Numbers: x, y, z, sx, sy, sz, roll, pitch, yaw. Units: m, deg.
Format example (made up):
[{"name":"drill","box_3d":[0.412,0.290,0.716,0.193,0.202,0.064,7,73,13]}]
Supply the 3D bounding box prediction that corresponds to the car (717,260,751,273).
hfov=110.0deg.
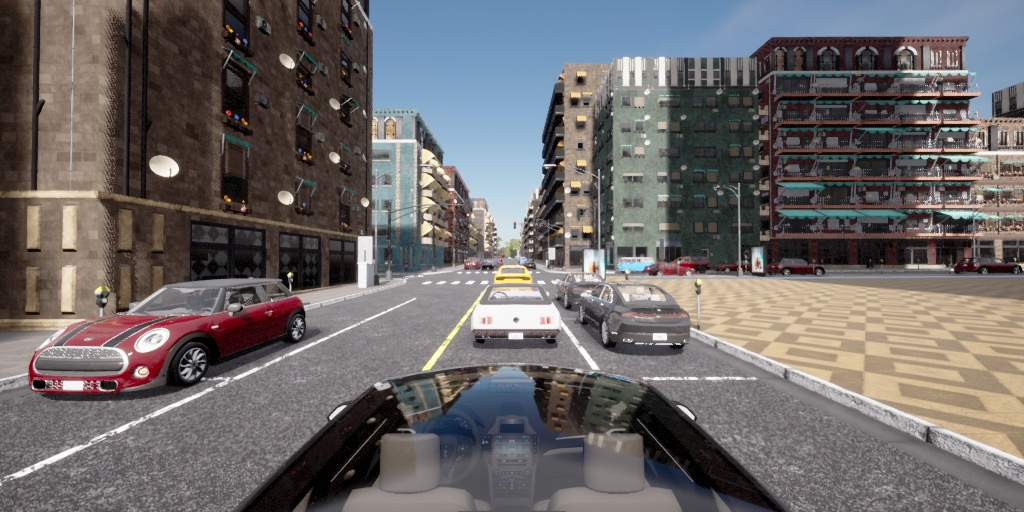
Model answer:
[{"name":"car","box_3d":[24.739,1.165,39.550,4.507,1.381,1.888,0,0,0]}]

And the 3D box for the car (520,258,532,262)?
[{"name":"car","box_3d":[2.574,1.334,52.764,1.948,1.339,4.313,0,0,0]}]

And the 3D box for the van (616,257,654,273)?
[{"name":"van","box_3d":[13.683,1.046,39.604,3.998,1.789,1.690,0,0,0]}]

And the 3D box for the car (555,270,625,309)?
[{"name":"car","box_3d":[2.791,1.304,14.572,2.007,1.370,4.403,0,0,0]}]

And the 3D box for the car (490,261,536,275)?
[{"name":"car","box_3d":[0.053,1.233,19.038,1.882,1.535,5.008,0,0,0]}]

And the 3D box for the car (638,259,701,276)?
[{"name":"car","box_3d":[13.640,1.163,31.224,4.207,1.307,1.802,0,0,0]}]

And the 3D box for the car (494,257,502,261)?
[{"name":"car","box_3d":[-3.218,1.319,60.148,2.033,1.411,5.357,0,0,0]}]

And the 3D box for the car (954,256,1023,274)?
[{"name":"car","box_3d":[41.277,0.812,31.089,4.097,1.591,1.967,0,0,0]}]

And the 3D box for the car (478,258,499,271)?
[{"name":"car","box_3d":[-3.228,1.368,50.455,1.895,1.301,4.718,0,0,1]}]

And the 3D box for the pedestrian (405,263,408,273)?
[{"name":"pedestrian","box_3d":[-12.623,1.097,42.694,0.375,1.860,0.375,0,0,0]}]

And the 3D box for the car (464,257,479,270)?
[{"name":"car","box_3d":[-5.807,1.083,52.785,2.192,1.841,5.009,0,0,0]}]

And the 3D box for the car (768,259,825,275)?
[{"name":"car","box_3d":[24.696,0.936,31.170,4.097,1.591,1.967,0,0,0]}]

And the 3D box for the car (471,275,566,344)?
[{"name":"car","box_3d":[0.081,1.353,9.585,1.895,1.301,4.718,0,0,0]}]

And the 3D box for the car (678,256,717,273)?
[{"name":"car","box_3d":[19.211,0.977,39.577,5.009,1.841,2.192,0,0,0]}]

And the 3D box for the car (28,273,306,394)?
[{"name":"car","box_3d":[-5.830,1.191,6.747,1.967,1.591,4.097,0,0,0]}]

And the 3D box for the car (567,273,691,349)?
[{"name":"car","box_3d":[2.804,1.303,9.002,2.007,1.370,4.403,0,0,0]}]
